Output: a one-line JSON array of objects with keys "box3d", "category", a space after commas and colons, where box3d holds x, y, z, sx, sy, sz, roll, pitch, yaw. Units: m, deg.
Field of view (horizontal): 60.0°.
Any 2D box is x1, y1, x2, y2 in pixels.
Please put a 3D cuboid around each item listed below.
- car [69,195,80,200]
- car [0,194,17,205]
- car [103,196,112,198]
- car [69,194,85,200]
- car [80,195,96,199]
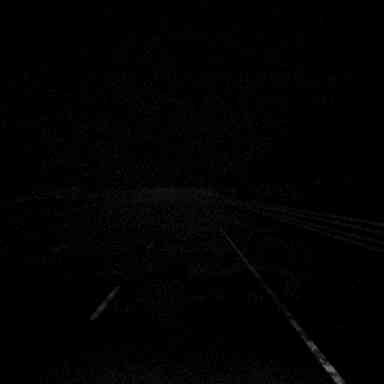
[{"box3d": [-24.490, 1.440, 70.522, 1.837, 1.490, 4.892, 0, 0, 0], "category": "car"}, {"box3d": [-17.590, 1.205, 29.138, 2.150, 2.045, 5.566, 0, 0, 0], "category": "car"}, {"box3d": [-17.491, 1.508, 68.671, 1.895, 1.301, 4.718, 0, 0, 0], "category": "car"}, {"box3d": [-27.374, 1.096, 79.239, 2.033, 1.411, 5.357, 0, 0, -3], "category": "car"}, {"box3d": [-20.991, 1.465, 68.702, 1.994, 1.385, 4.181, 0, 0, 0], "category": "car"}]
